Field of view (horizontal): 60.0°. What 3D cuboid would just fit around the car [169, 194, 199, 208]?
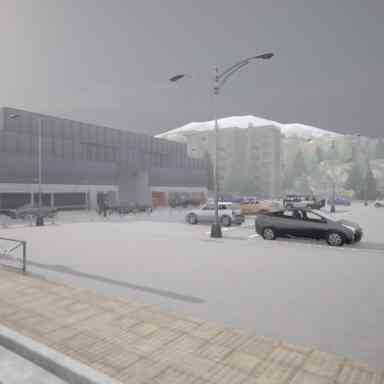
[{"bbox_3d":[-1.054,1.397,49.591,2.150,2.045,5.566,0,0,35],"label":"car"}]

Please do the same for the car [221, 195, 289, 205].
[{"bbox_3d":[4.920,1.345,27.366,5.027,1.636,2.152,0,0,35],"label":"car"}]

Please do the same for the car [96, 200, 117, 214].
[{"bbox_3d":[-8.862,1.668,38.638,2.128,1.511,4.902,0,0,35],"label":"car"}]

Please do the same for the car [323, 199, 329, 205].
[{"bbox_3d":[13.669,1.289,40.409,4.605,1.855,1.932,0,0,35],"label":"car"}]

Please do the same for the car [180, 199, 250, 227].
[{"bbox_3d":[1.469,1.424,21.946,3.806,1.475,1.970,0,0,35],"label":"car"}]

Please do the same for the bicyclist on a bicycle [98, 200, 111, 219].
[{"bbox_3d":[-7.368,1.477,27.820,1.656,1.620,0.582,0,0,35],"label":"bicyclist on a bicycle"}]

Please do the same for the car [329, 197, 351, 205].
[{"bbox_3d":[24.536,1.565,55.484,3.633,1.501,1.845,0,0,35],"label":"car"}]

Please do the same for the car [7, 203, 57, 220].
[{"bbox_3d":[-14.615,1.740,30.538,1.994,1.385,4.181,0,0,35],"label":"car"}]

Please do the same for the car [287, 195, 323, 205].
[{"bbox_3d":[12.324,1.269,37.800,3.866,1.878,1.905,0,0,35],"label":"car"}]

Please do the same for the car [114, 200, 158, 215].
[{"bbox_3d":[-5.816,1.777,36.532,1.895,1.301,4.718,0,0,35],"label":"car"}]

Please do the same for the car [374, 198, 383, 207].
[{"bbox_3d":[28.863,1.576,48.759,3.806,1.475,1.970,0,0,35],"label":"car"}]

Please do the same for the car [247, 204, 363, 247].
[{"bbox_3d":[5.098,1.490,14.879,4.514,1.523,2.007,0,0,35],"label":"car"}]
